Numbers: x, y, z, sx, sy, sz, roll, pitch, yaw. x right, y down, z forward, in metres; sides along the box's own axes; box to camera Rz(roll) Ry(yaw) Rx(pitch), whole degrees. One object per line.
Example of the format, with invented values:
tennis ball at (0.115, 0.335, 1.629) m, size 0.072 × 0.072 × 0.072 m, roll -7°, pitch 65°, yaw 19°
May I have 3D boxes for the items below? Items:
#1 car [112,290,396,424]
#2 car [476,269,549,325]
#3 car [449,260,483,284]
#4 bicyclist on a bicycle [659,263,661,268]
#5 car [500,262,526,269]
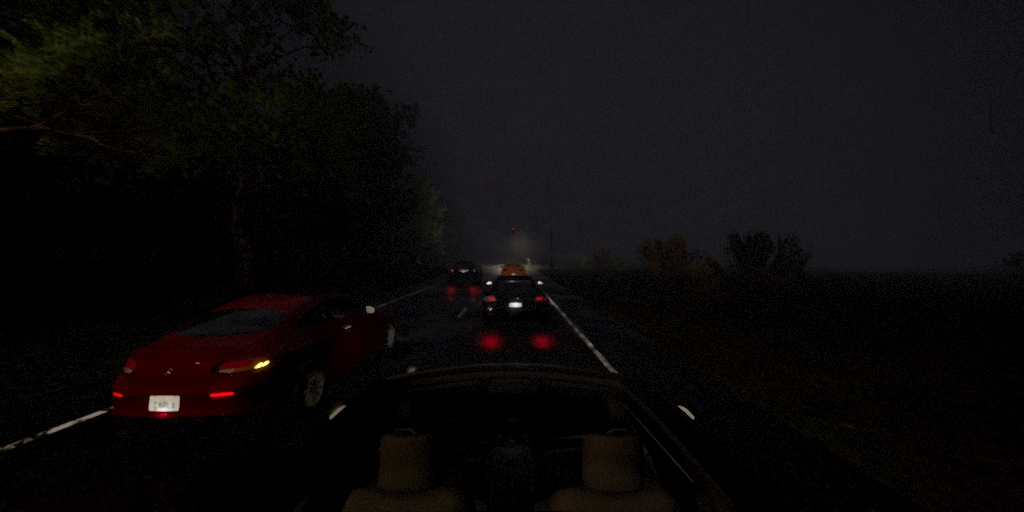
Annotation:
car at (-3.400, 1.275, 5.809) m, size 1.812 × 1.442 × 4.674 m, roll 0°, pitch 0°, yaw 0°
car at (0.100, 1.311, 11.840) m, size 1.994 × 1.385 × 4.181 m, roll 0°, pitch 0°, yaw 0°
car at (-3.401, 1.091, 27.207) m, size 2.097 × 1.767 × 4.553 m, roll 0°, pitch 0°, yaw 0°
bicyclist on a bicycle at (24.299, 1.370, 58.436) m, size 0.582 × 1.620 × 1.656 m, roll 1°, pitch 0°, yaw 0°
car at (0.099, 1.215, 28.915) m, size 1.882 × 1.535 × 5.008 m, roll 0°, pitch 0°, yaw 0°
